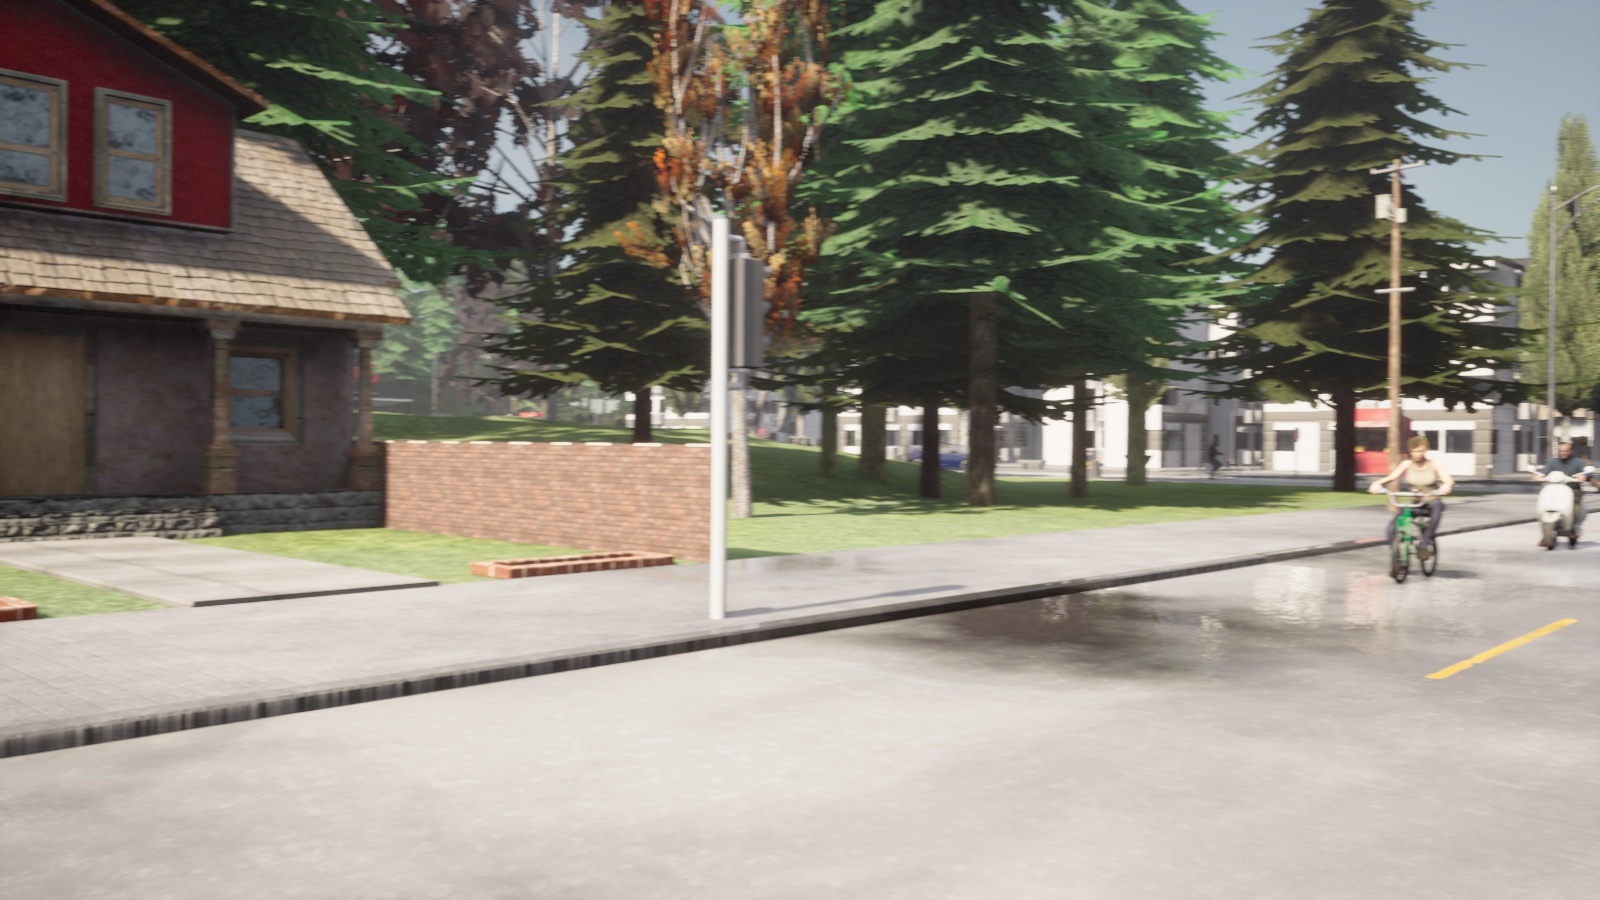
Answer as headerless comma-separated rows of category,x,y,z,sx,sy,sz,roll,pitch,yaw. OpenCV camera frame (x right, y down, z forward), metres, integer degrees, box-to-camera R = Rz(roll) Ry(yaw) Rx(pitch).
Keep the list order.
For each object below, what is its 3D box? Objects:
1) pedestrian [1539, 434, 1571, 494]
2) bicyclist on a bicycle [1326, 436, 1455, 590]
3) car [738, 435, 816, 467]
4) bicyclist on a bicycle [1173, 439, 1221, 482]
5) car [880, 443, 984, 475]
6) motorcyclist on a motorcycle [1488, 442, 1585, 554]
pedestrian,23.402,0.431,38.923,0.540,1.848,0.694,0,1,-44
bicyclist on a bicycle,6.594,0.656,13.995,0.866,1.612,1.509,1,1,42
car,-1.411,0.055,75.120,4.605,1.855,1.932,1,1,43
bicyclist on a bicycle,16.738,0.433,52.978,1.843,1.776,0.659,1,0,43
car,6.518,0.400,62.363,4.792,1.488,2.163,1,1,43
motorcyclist on a motorcycle,11.051,0.685,18.818,0.866,1.590,1.817,1,1,43
